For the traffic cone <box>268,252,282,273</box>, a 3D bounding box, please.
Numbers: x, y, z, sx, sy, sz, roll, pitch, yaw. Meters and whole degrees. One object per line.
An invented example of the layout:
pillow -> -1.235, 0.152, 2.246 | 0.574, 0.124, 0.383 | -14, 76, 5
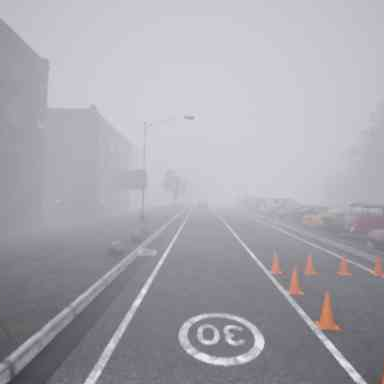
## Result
traffic cone -> 2.452, 2.060, 9.784 | 0.340, 0.580, 0.340 | 1, 0, 2

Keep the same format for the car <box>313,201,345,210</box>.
car -> 23.786, 2.396, 57.792 | 4.674, 1.452, 2.002 | 1, -1, 2

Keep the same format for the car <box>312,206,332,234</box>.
car -> 9.743, 1.790, 18.908 | 4.792, 1.488, 2.163 | 1, 0, 1

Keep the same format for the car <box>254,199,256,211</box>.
car -> 10.200, 1.922, 38.522 | 5.008, 1.535, 2.097 | 1, -1, 1

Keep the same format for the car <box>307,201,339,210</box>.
car -> 23.865, 2.394, 60.578 | 5.008, 1.535, 2.097 | 1, -1, 2

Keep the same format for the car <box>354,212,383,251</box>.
car -> 9.544, 1.753, 13.305 | 4.792, 1.488, 2.163 | 1, 0, 1

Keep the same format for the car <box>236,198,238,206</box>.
car -> 10.820, 1.918, 60.940 | 5.566, 2.045, 2.435 | 1, -1, 2

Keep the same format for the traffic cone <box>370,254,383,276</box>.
traffic cone -> 5.444, 2.112, 9.705 | 0.340, 0.580, 0.340 | 1, 0, 2

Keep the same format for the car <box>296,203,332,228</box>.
car -> 9.970, 1.778, 21.706 | 5.366, 1.575, 1.946 | 1, 0, 1

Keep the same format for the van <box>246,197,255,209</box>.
van -> 10.306, 1.777, 46.934 | 4.442, 1.987, 1.878 | 1, -1, 1

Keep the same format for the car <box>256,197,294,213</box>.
car -> 10.168, 1.645, 35.721 | 5.566, 2.045, 2.435 | 1, -1, 1

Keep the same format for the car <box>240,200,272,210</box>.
car -> 10.643, 2.095, 55.336 | 4.892, 1.521, 2.231 | 1, -1, 2

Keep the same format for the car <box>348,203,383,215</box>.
car -> 23.419, 2.244, 43.877 | 4.674, 1.452, 2.002 | 1, -1, 1

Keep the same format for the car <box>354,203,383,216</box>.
car -> 23.166, 2.171, 41.098 | 5.366, 1.575, 1.946 | 1, -1, 1

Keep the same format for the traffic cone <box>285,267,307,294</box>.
traffic cone -> 2.399, 2.047, 7.785 | 0.340, 0.580, 0.340 | 1, 0, 2

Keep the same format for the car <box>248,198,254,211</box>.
car -> 10.341, 1.978, 44.126 | 4.892, 1.521, 2.231 | 1, -1, 1

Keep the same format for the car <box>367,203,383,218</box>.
car -> 23.276, 2.150, 38.308 | 5.008, 1.535, 2.097 | 1, -1, 1

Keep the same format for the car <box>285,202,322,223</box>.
car -> 9.849, 1.798, 24.510 | 5.008, 1.535, 2.097 | 1, 0, 1

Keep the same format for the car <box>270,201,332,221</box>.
car -> 9.965, 1.872, 30.117 | 4.792, 1.488, 2.163 | 1, 0, 1

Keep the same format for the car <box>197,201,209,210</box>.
car -> 1.702, 2.036, 52.033 | 1.895, 1.301, 4.718 | 1, -1, 2

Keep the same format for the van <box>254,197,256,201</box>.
van -> 10.396, 1.726, 41.323 | 4.442, 1.987, 1.878 | 1, -1, 1

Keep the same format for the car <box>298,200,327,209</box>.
car -> 24.004, 2.481, 66.144 | 5.008, 1.535, 2.097 | 1, -1, 2

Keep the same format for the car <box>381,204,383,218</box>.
car -> 23.182, 2.153, 35.524 | 4.792, 1.488, 2.163 | 1, -1, 1

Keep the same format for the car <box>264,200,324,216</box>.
car -> 10.060, 1.869, 32.913 | 4.892, 1.521, 2.231 | 1, -1, 2

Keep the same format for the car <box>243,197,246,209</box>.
car -> 10.461, 1.906, 49.734 | 4.553, 1.767, 2.185 | 1, -1, 1

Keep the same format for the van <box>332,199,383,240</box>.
van -> 9.531, 1.514, 16.111 | 4.442, 1.987, 1.878 | 1, 0, 1

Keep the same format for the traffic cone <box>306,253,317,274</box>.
traffic cone -> 3.450, 2.078, 9.757 | 0.340, 0.580, 0.340 | 1, 0, 2

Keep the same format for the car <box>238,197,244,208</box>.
car -> 10.596, 1.812, 52.534 | 5.566, 2.045, 2.435 | 1, -1, 2

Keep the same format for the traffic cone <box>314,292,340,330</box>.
traffic cone -> 2.346, 2.033, 5.785 | 0.340, 0.580, 0.340 | 1, 0, 2

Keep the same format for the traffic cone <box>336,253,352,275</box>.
traffic cone -> 4.447, 2.095, 9.731 | 0.340, 0.580, 0.340 | 1, 0, 2

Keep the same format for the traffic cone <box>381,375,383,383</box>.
traffic cone -> 2.293, 2.020, 3.786 | 0.340, 0.580, 0.340 | 1, 0, 2
